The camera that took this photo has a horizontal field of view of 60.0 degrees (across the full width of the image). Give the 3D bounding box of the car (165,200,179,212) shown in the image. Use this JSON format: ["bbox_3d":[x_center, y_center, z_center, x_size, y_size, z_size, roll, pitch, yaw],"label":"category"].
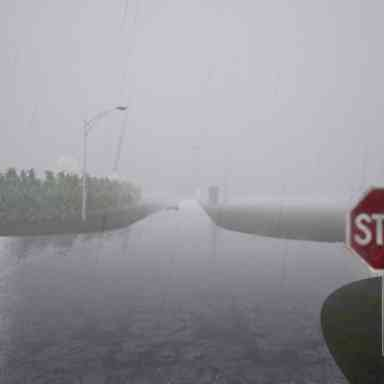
[{"bbox_3d":[-2.810,1.944,47.341,1.882,1.535,5.008,0,0,0],"label":"car"}]
